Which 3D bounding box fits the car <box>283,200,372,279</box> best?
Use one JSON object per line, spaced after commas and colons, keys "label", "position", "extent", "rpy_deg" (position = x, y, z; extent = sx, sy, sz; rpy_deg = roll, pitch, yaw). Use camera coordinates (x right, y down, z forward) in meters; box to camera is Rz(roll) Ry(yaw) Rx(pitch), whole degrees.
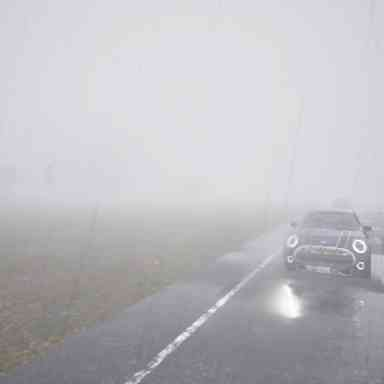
{"label": "car", "position": [4.197, 1.297, 10.093], "extent": [2.097, 1.767, 4.553], "rpy_deg": [0, 0, 27]}

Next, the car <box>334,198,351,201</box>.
{"label": "car", "position": [18.272, 1.362, 40.477], "extent": [1.994, 1.385, 4.181], "rpy_deg": [0, 0, 25]}
